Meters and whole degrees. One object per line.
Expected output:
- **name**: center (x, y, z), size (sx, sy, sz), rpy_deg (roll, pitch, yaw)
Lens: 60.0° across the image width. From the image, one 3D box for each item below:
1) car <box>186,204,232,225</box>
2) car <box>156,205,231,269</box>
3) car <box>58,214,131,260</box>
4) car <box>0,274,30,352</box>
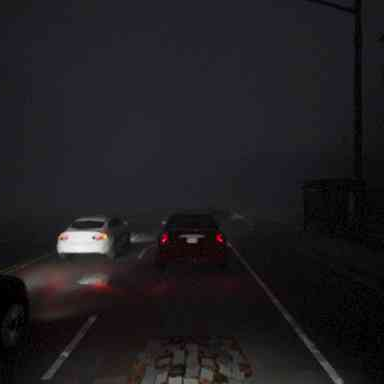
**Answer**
- **car**: center (1.457, 1.693, 26.293), size (1.895, 1.301, 4.718), rpy_deg (0, 0, 27)
- **car**: center (-0.022, 1.387, 11.480), size (2.097, 1.767, 4.553), rpy_deg (0, 0, -1)
- **car**: center (-3.521, 1.565, 12.566), size (1.812, 1.442, 4.674), rpy_deg (0, 0, -1)
- **car**: center (-3.449, 1.503, 3.298), size (2.128, 1.511, 4.902), rpy_deg (0, 0, 0)
